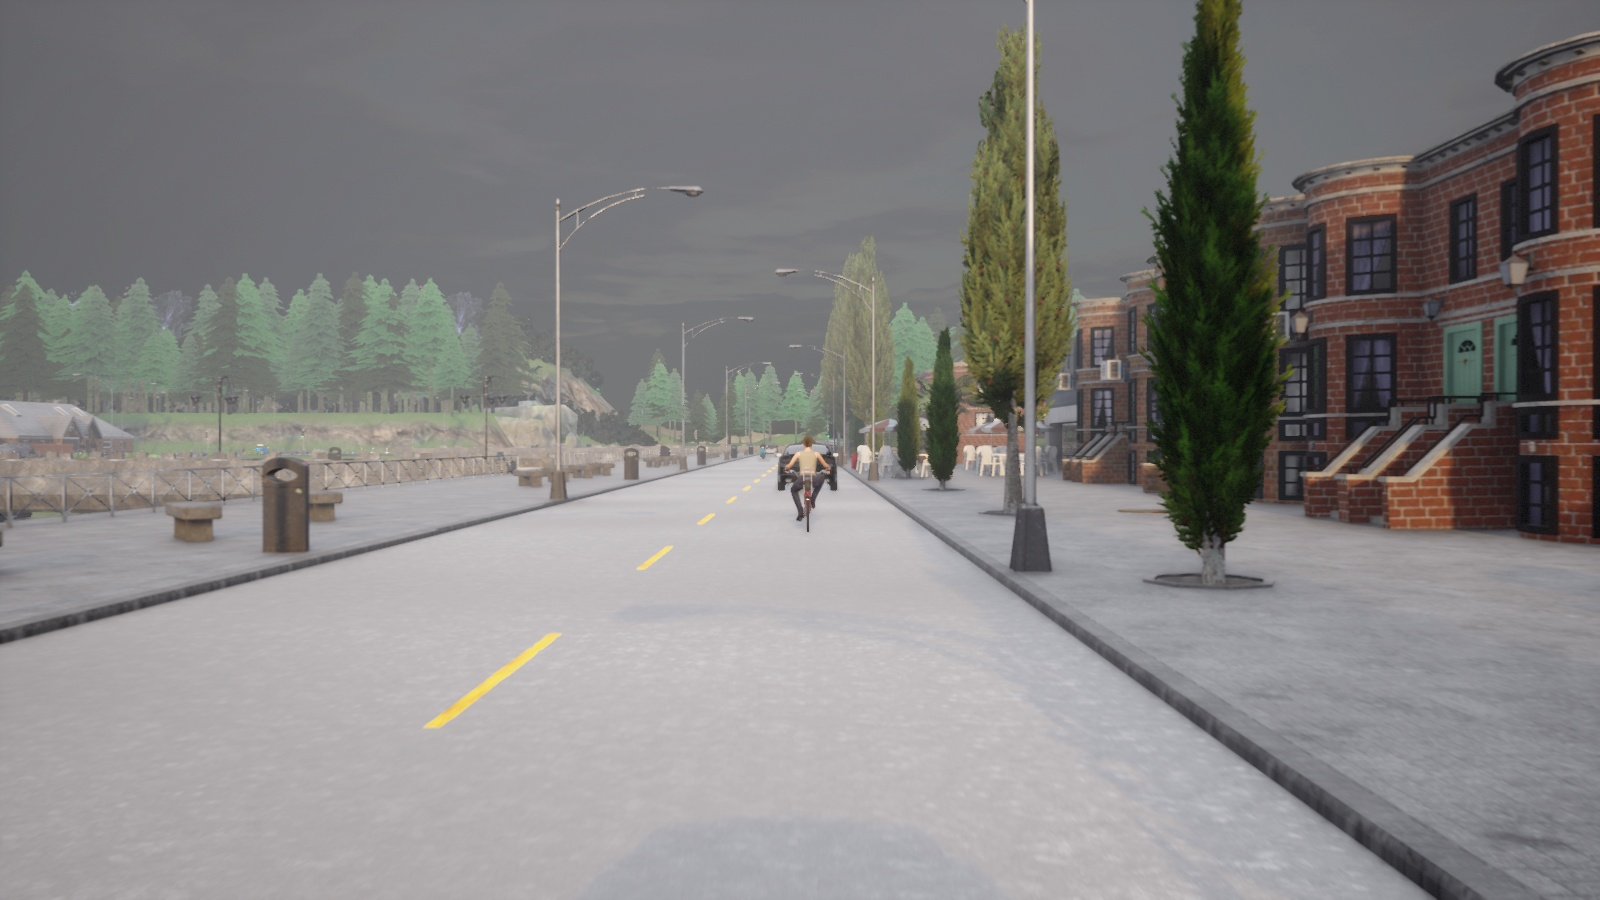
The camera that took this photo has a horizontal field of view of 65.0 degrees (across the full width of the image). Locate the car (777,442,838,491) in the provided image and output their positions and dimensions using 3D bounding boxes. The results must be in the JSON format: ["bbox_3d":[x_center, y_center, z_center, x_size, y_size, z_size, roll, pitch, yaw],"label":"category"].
[{"bbox_3d":[0.244,0.492,41.208,1.882,1.535,5.008,0,0,0],"label":"car"}]

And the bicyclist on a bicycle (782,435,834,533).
[{"bbox_3d":[0.133,0.562,21.566,0.866,1.612,1.509,0,0,0],"label":"bicyclist on a bicycle"}]
